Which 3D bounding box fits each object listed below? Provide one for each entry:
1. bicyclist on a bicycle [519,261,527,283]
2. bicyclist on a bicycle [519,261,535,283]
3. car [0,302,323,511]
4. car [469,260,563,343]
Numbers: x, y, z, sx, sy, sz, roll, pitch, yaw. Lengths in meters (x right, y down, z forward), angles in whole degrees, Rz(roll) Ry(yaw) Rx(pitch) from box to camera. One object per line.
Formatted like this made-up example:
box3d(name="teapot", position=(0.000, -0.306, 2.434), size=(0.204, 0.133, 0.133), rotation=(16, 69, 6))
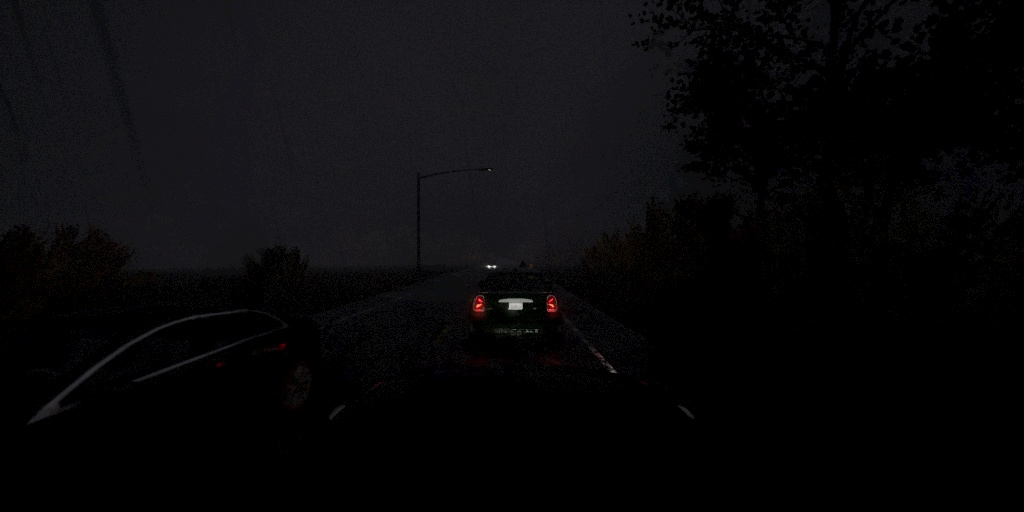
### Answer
box3d(name="bicyclist on a bicycle", position=(0.842, 1.193, 27.290), size=(0.582, 1.620, 1.656), rotation=(0, 0, 0))
box3d(name="bicyclist on a bicycle", position=(0.904, 1.181, 17.173), size=(0.866, 1.612, 1.509), rotation=(0, 0, 0))
box3d(name="car", position=(-3.606, 1.241, 3.134), size=(2.128, 1.511, 4.902), rotation=(0, 0, 0))
box3d(name="car", position=(0.073, 1.099, 9.829), size=(2.097, 1.767, 4.553), rotation=(0, 0, 0))
